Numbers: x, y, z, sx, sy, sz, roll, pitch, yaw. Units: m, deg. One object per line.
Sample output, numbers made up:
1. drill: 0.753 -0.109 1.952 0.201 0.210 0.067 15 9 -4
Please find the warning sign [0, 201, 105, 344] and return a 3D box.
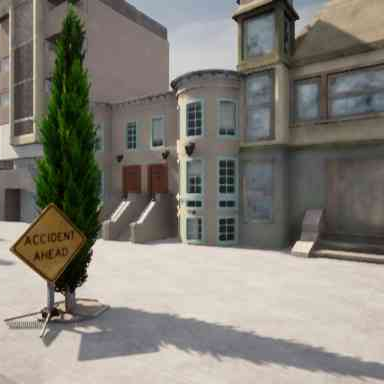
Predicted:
1. warning sign: -2.247 1.099 5.288 1.060 1.860 1.300 0 0 35
